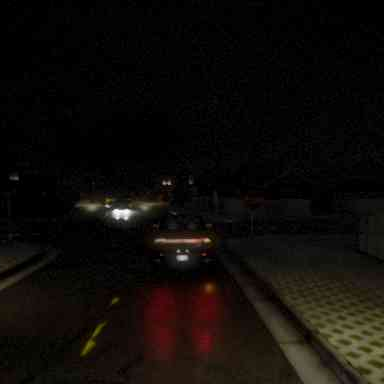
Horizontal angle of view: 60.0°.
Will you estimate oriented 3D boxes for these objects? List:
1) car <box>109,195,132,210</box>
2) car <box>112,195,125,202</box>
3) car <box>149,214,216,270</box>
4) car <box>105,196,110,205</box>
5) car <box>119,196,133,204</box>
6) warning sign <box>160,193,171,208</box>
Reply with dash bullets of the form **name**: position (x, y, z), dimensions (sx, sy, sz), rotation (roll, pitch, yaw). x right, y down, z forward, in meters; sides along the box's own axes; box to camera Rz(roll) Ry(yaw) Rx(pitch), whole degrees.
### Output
- **car**: position (-9.461, 1.485, 44.269), dimensions (2.128, 1.511, 4.902), rotation (0, 0, -16)
- **car**: position (-15.874, 1.331, 71.697), dimensions (2.128, 1.511, 4.902), rotation (0, 0, -18)
- **car**: position (-0.300, 1.481, 10.974), dimensions (2.128, 1.511, 4.902), rotation (0, 0, -1)
- **car**: position (-14.336, 1.472, 59.034), dimensions (1.882, 1.535, 5.008), rotation (-1, 0, -20)
- **car**: position (-12.296, 1.474, 61.754), dimensions (1.837, 1.490, 4.892), rotation (-1, 0, -19)
- **warning sign**: position (-3.446, 1.072, 43.105), dimensions (1.300, 1.860, 1.060), rotation (1, 1, -15)
